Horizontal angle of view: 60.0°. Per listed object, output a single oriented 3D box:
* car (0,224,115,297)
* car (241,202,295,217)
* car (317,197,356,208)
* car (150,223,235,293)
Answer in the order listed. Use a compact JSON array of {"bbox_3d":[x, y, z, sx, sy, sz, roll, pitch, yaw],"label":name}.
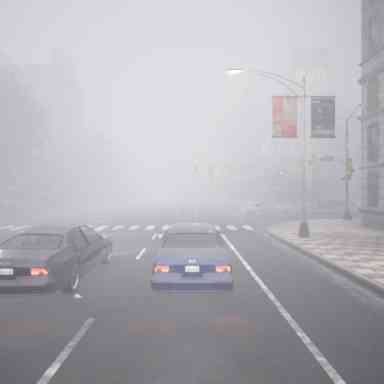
[{"bbox_3d":[-3.501,1.545,8.756,2.033,1.411,5.357,0,0,0],"label":"car"},{"bbox_3d":[7.108,1.617,31.097,4.718,1.301,1.895,0,0,0],"label":"car"},{"bbox_3d":[20.062,1.466,46.249,5.008,1.535,1.882,0,0,0],"label":"car"},{"bbox_3d":[-0.002,1.545,8.981,2.033,1.411,5.357,0,0,0],"label":"car"}]
